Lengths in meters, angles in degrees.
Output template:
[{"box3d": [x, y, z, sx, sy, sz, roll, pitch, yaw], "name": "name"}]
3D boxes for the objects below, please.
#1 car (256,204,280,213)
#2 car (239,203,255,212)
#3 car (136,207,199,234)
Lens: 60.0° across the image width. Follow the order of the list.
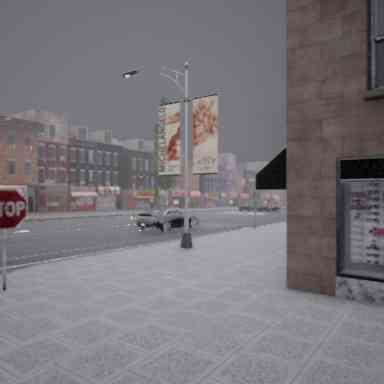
[{"box3d": [11.906, 2.466, 51.177, 1.895, 1.301, 4.718, 0, -1, 35], "name": "car"}, {"box3d": [9.253, 2.468, 53.054, 1.895, 1.301, 4.718, 0, -1, 35], "name": "car"}, {"box3d": [-1.411, 1.704, 21.095, 2.128, 1.511, 4.902, 0, -1, 35], "name": "car"}]
